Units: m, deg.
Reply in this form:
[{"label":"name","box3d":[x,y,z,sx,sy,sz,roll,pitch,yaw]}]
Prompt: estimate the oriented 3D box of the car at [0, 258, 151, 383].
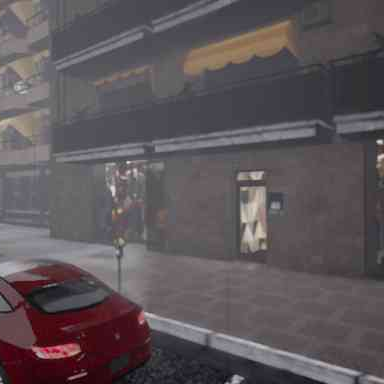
[{"label":"car","box3d":[-2.425,1.608,4.606,4.206,1.307,1.802,0,0,35]}]
